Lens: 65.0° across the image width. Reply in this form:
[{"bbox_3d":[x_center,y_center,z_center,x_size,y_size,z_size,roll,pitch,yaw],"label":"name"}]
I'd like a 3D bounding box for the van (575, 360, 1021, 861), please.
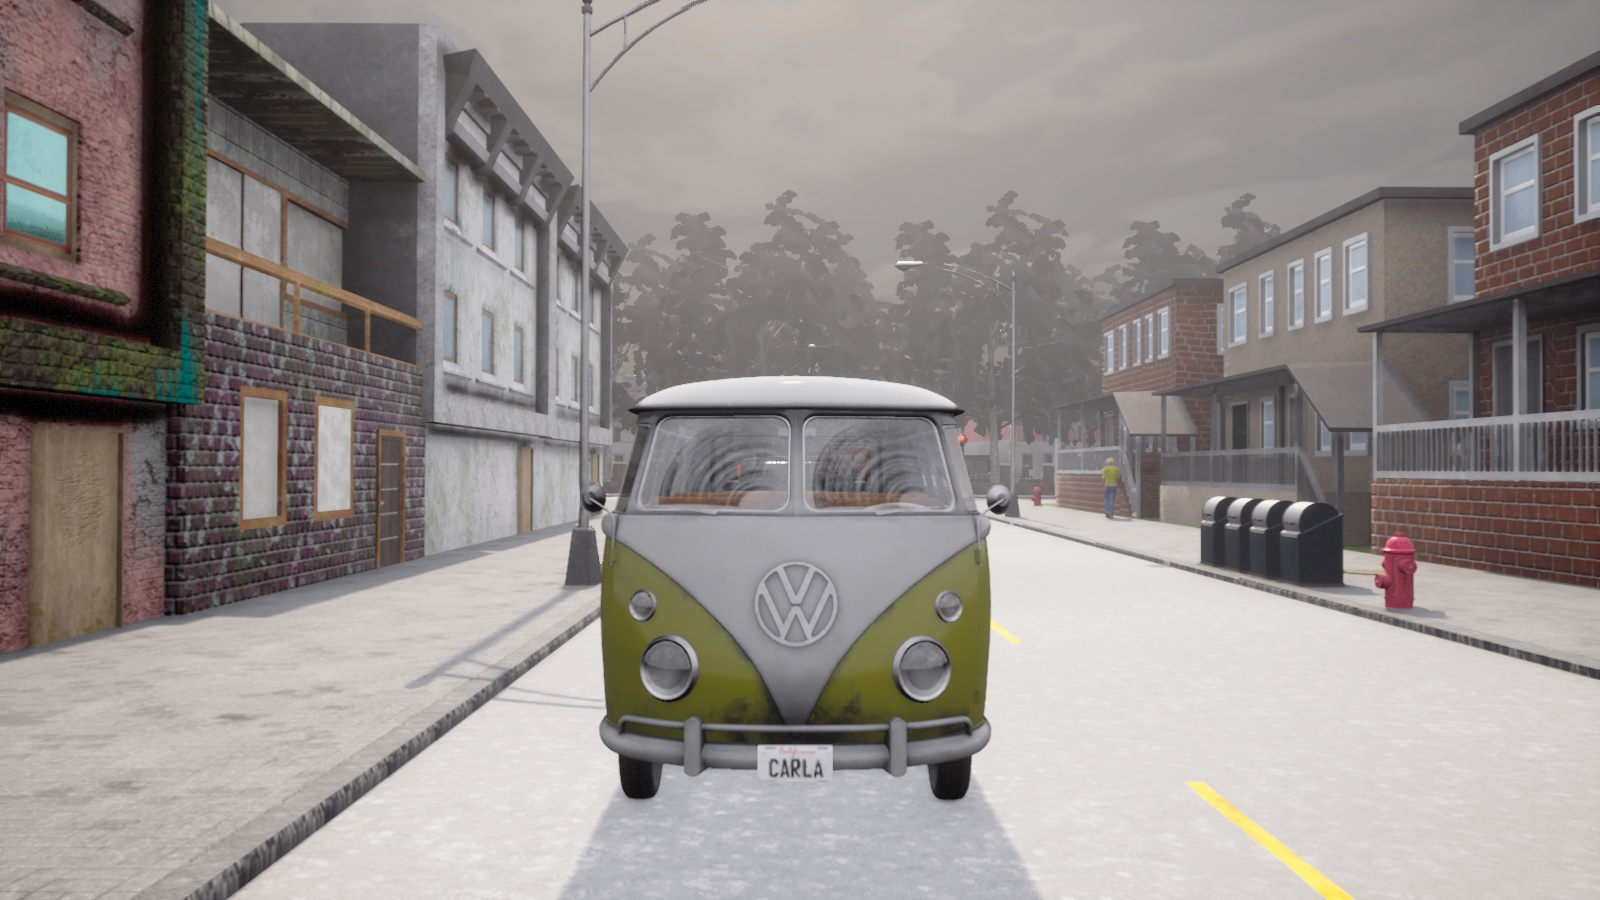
[{"bbox_3d":[-0.017,0.670,7.236,1.775,1.987,4.442,0,-1,0],"label":"van"}]

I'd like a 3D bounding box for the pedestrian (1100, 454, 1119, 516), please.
[{"bbox_3d":[9.164,1.028,37.162,0.354,1.836,0.706,0,-1,-1],"label":"pedestrian"}]
